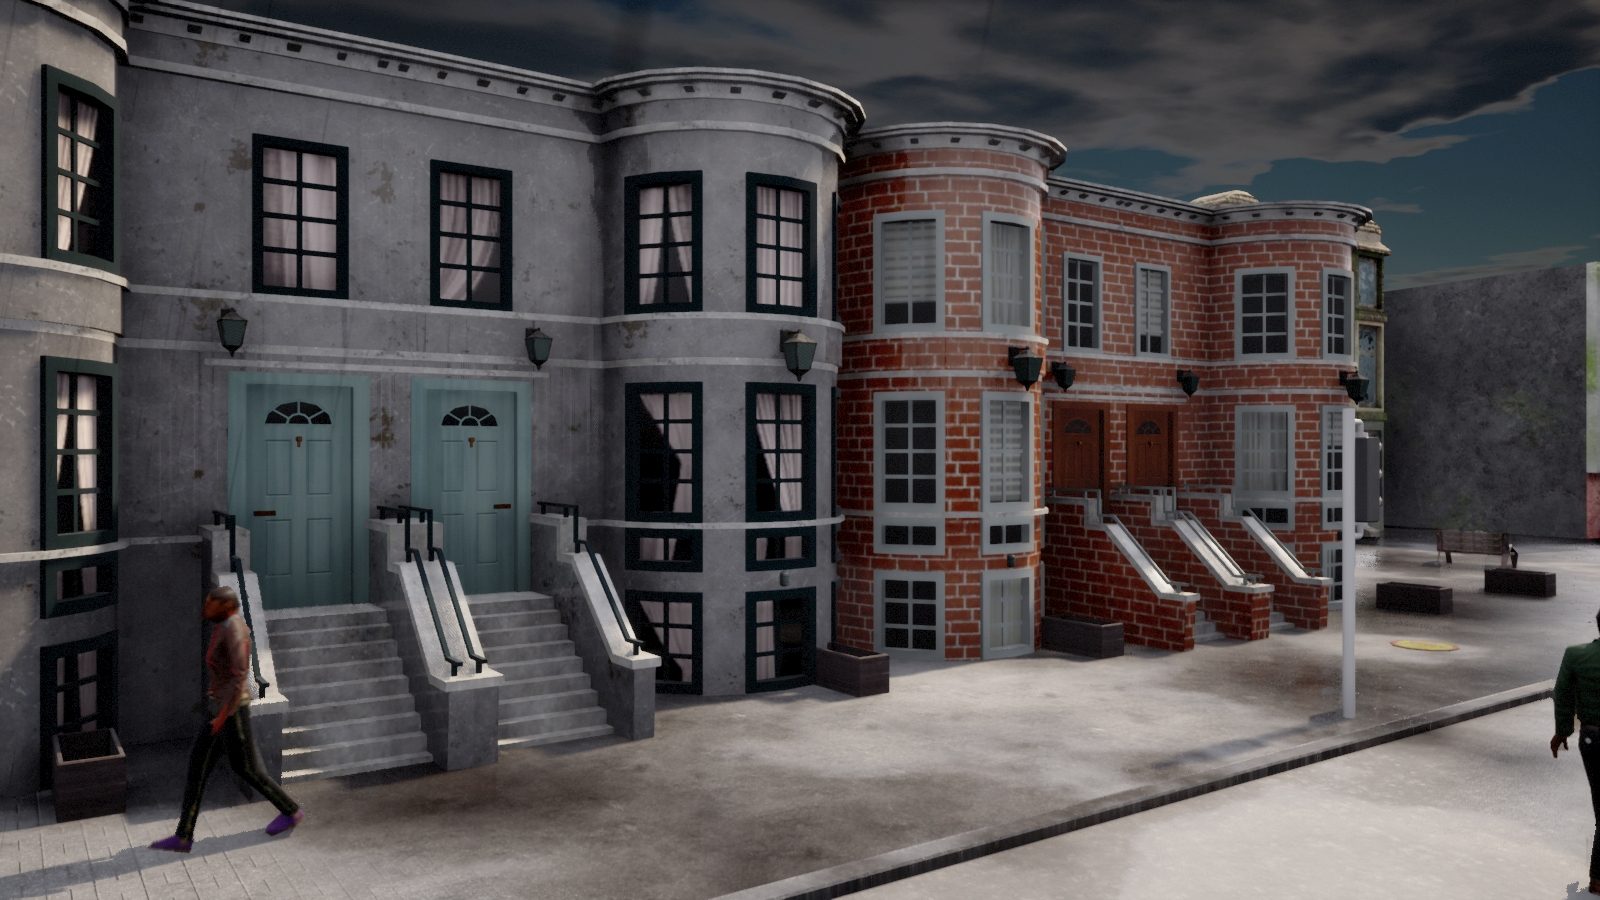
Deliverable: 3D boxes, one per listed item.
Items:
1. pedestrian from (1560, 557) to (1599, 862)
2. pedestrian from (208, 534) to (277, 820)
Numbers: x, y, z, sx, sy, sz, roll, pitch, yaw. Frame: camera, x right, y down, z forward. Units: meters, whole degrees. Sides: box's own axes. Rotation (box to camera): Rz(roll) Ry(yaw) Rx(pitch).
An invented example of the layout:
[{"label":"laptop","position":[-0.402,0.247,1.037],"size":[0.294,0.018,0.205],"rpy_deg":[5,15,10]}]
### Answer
[{"label":"pedestrian","position":[5.111,1.628,7.220],"size":[0.375,1.860,0.375],"rpy_deg":[0,0,-25]},{"label":"pedestrian","position":[-3.825,1.524,7.832],"size":[0.375,1.860,0.375],"rpy_deg":[0,0,-34]}]
